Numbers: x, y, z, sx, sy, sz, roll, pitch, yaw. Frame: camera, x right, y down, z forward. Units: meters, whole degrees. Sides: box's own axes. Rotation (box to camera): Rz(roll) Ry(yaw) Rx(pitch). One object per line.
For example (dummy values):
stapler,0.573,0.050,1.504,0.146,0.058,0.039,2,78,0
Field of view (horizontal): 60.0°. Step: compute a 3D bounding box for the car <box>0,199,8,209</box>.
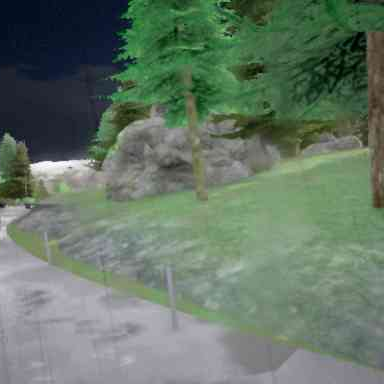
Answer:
car,-21.619,1.305,35.902,1.812,1.442,4.674,-3,2,-8
